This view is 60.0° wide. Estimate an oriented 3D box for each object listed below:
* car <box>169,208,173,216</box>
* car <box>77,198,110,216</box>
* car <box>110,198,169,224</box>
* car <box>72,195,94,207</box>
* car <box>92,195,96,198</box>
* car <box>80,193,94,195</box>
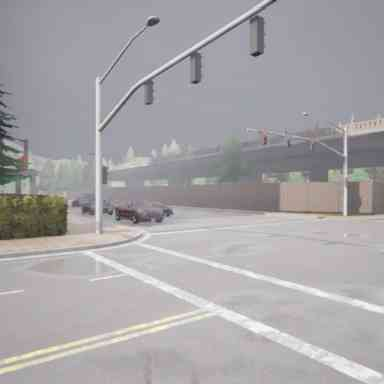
[{"bbox_3d":[-3.774,1.499,30.234,2.033,1.411,5.357,0,0,-35],"label":"car"},{"bbox_3d":[-9.033,1.514,31.604,1.994,1.385,4.181,0,0,-35],"label":"car"},{"bbox_3d":[-3.922,1.302,24.386,2.097,1.767,4.553,0,0,-35],"label":"car"},{"bbox_3d":[-15.455,1.515,46.755,1.994,1.385,4.181,0,0,-36],"label":"car"},{"bbox_3d":[-9.392,1.443,38.173,2.128,1.511,4.902,0,0,-35],"label":"car"},{"bbox_3d":[-18.277,1.175,57.123,2.150,2.045,5.566,0,0,-35],"label":"car"}]
